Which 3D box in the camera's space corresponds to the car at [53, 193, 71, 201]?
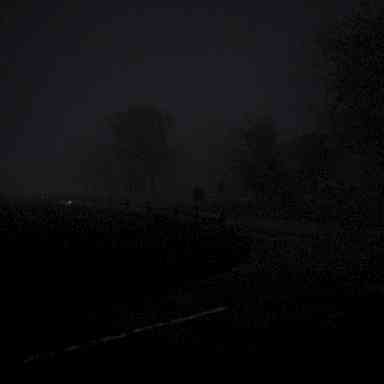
[{"bbox_3d":[-21.274,0.789,54.381,1.994,1.385,4.181,-1,1,-36],"label":"car"}]
